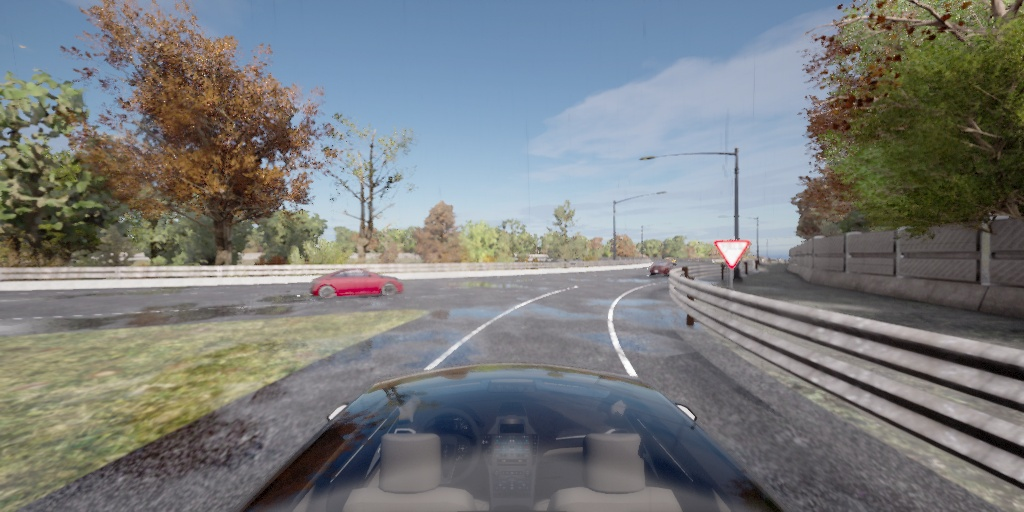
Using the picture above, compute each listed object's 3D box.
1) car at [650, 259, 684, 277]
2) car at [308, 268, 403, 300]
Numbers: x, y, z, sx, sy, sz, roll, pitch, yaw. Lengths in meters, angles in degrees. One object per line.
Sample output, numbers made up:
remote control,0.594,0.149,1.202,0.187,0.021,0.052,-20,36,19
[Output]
car,15.018,1.245,34.782,4.674,1.442,1.812,0,0,-44
car,-7.503,1.282,17.458,4.181,1.385,1.994,0,0,-30
